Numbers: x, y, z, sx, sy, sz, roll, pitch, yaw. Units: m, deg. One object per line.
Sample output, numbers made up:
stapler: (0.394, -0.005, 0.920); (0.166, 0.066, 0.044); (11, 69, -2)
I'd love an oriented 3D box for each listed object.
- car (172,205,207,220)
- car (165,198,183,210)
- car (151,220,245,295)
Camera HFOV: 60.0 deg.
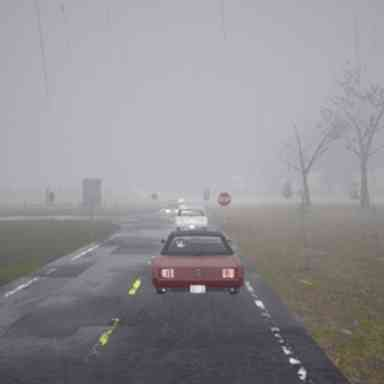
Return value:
car: (-0.170, 1.733, 21.556); (1.895, 1.301, 4.718); (0, 0, -4)
car: (-2.794, 1.799, 49.303); (1.837, 1.490, 4.892); (0, 0, 0)
car: (0.109, 1.655, 8.834); (1.895, 1.301, 4.718); (0, 0, 0)
